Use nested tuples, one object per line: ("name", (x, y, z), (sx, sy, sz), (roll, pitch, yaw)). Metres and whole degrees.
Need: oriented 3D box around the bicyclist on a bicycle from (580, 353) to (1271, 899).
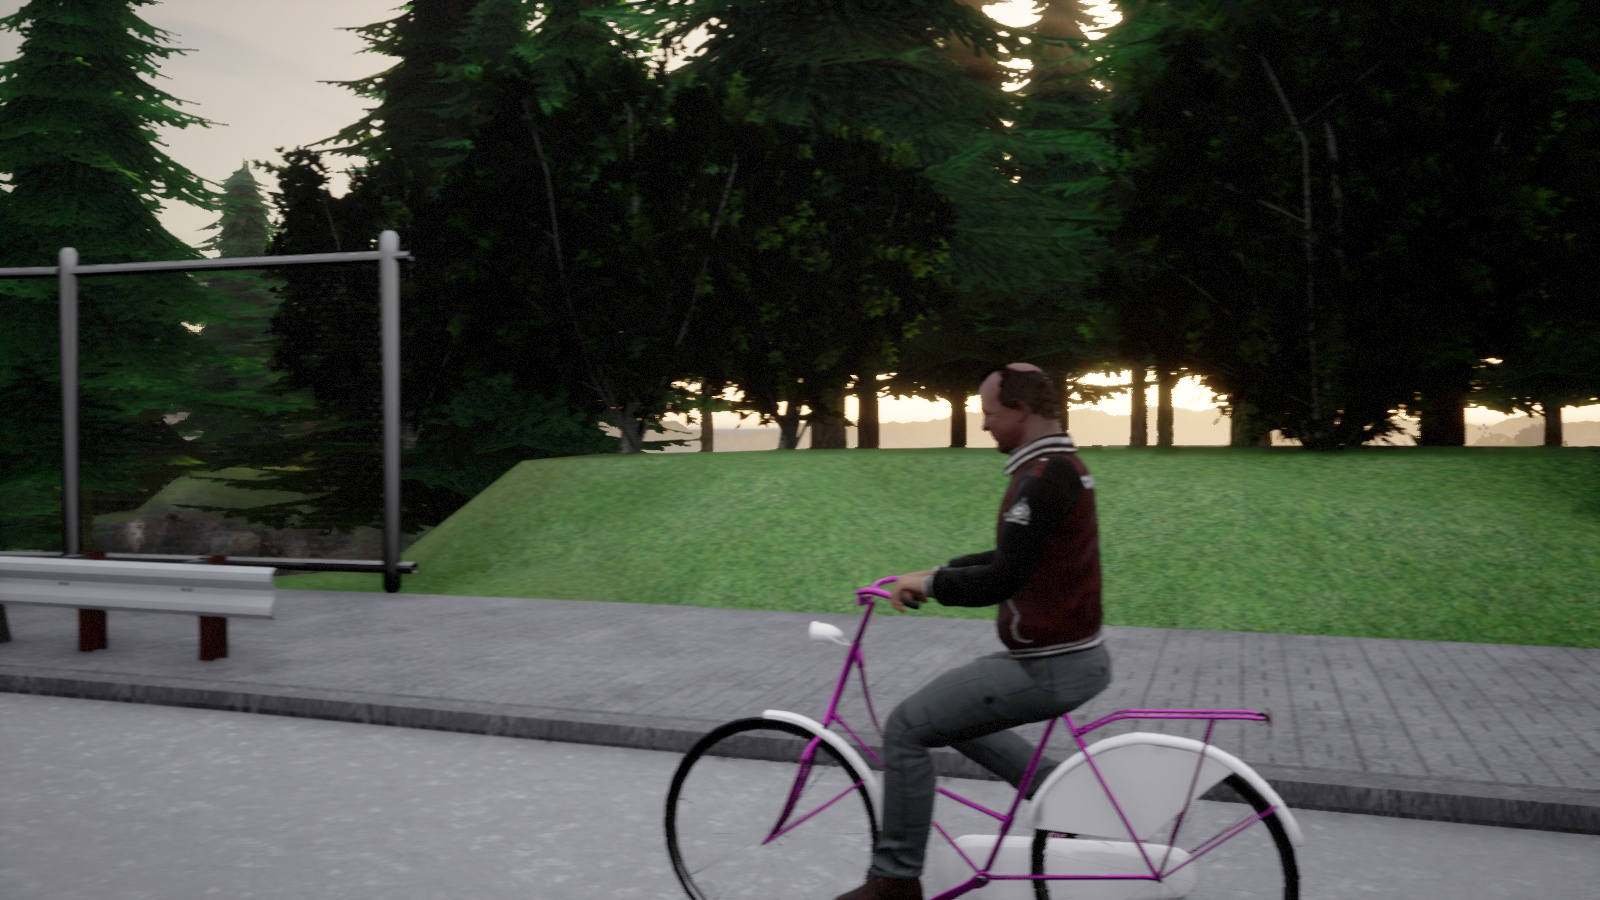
("bicyclist on a bicycle", (0.350, 0.640, 3.613), (1.843, 1.776, 0.659), (1, 1, 19))
